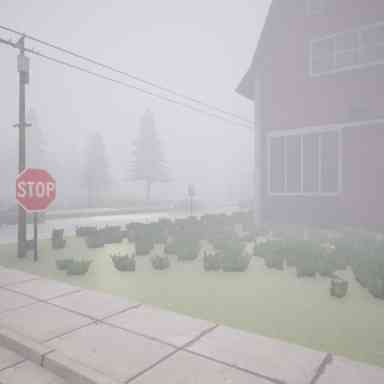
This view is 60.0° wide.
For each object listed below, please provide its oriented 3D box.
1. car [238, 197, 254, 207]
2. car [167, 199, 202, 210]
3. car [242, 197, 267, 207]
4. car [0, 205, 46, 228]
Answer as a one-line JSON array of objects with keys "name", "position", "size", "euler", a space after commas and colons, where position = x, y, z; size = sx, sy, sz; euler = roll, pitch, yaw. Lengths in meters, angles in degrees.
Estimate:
[{"name": "car", "position": [7.665, 1.501, 42.354], "size": [1.837, 1.490, 4.892], "euler": [0, -1, 37]}, {"name": "car", "position": [-0.771, 1.491, 37.138], "size": [2.128, 1.511, 4.902], "euler": [0, 0, 36]}, {"name": "car", "position": [9.675, 1.529, 51.136], "size": [1.812, 1.442, 4.674], "euler": [0, 0, 36]}, {"name": "car", "position": [-11.932, 1.564, 22.021], "size": [1.994, 1.385, 4.181], "euler": [0, 0, 36]}]
